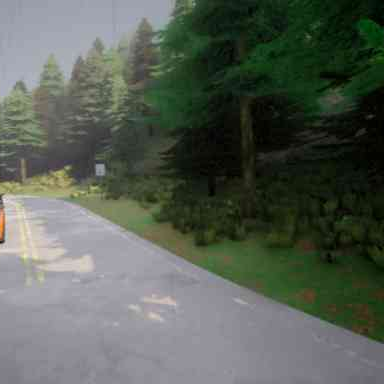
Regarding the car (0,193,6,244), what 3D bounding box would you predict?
[{"bbox_3d":[-8.169,0.899,12.399,2.097,1.767,4.553,-3,5,-28],"label":"car"}]
